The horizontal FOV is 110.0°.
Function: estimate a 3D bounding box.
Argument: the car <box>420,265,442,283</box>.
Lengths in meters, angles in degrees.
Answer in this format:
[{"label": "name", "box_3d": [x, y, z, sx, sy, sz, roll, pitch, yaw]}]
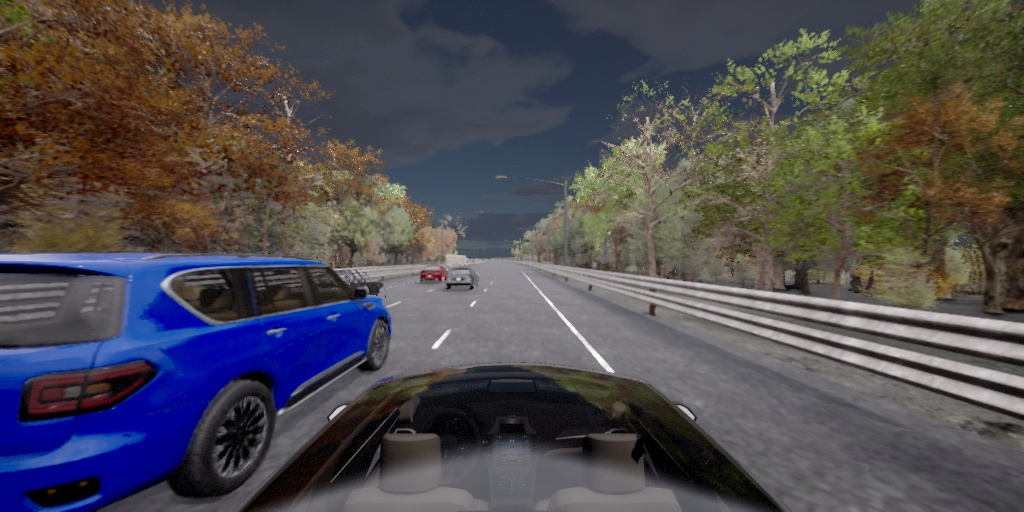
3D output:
[{"label": "car", "box_3d": [-6.904, 1.564, 32.487, 1.882, 1.535, 5.008, 0, -1, 0]}]

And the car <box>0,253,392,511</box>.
[{"label": "car", "box_3d": [-3.404, 1.005, 4.663, 2.150, 2.045, 5.566, 0, -1, 0]}]

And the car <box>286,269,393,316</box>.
[{"label": "car", "box_3d": [-6.901, 1.389, 15.069, 2.128, 1.511, 4.902, 0, -1, 0]}]

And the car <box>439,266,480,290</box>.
[{"label": "car", "box_3d": [-3.403, 1.555, 25.313, 2.033, 1.411, 5.357, 0, -1, 0]}]
